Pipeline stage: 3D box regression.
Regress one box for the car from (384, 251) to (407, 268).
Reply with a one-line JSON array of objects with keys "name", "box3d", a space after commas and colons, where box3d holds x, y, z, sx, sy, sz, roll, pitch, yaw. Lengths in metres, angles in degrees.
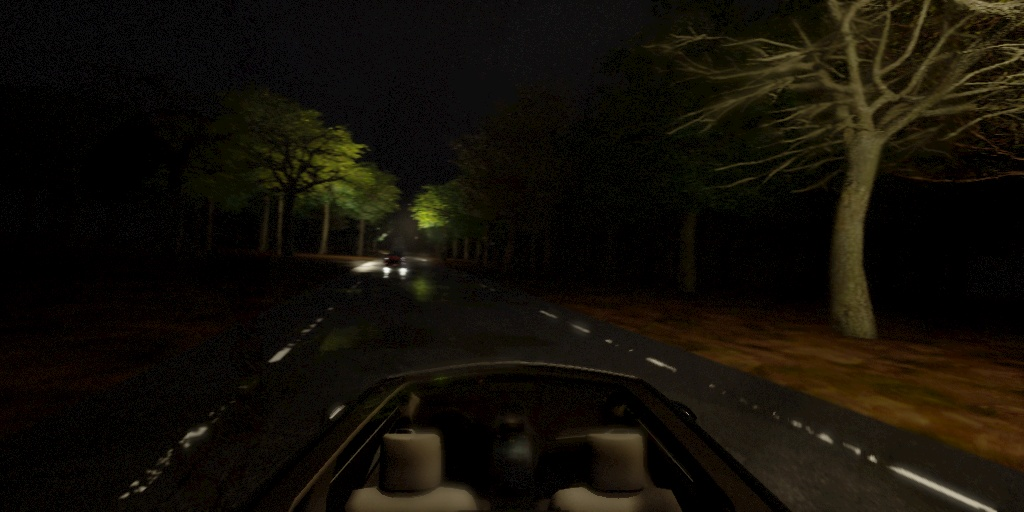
[{"name": "car", "box3d": [-12.131, 0.279, 37.429, 2.097, 1.767, 4.553, 4, 0, -18]}]
